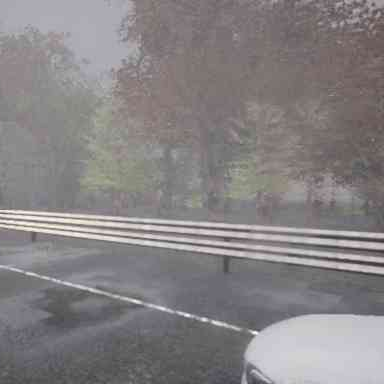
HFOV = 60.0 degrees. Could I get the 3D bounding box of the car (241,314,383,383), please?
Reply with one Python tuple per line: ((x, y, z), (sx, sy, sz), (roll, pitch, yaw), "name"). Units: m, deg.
((2.578, 1.524, 2.151), (4.674, 1.442, 1.812), (0, 0, 35), "car")
